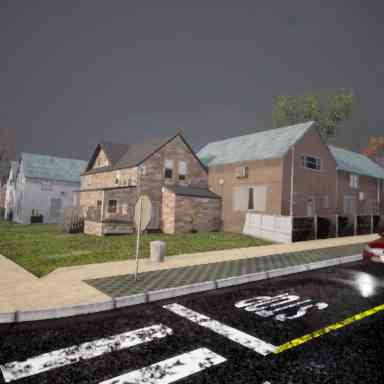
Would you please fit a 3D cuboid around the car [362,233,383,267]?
[{"bbox_3d":[7.917,1.896,11.841,4.674,1.442,1.812,2,-2,-37],"label":"car"}]

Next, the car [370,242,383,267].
[{"bbox_3d":[6.011,1.737,6.818,5.357,1.411,2.033,2,-2,-37],"label":"car"}]
